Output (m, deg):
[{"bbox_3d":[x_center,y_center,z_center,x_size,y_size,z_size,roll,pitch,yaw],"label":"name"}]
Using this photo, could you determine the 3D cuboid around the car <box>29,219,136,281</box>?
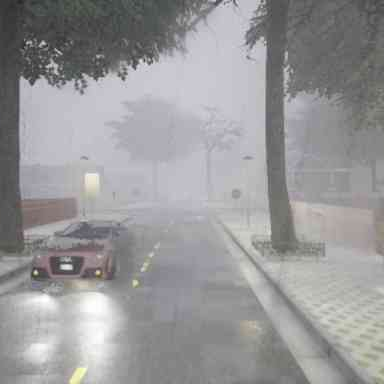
[{"bbox_3d":[-2.841,1.499,9.525,1.994,1.385,4.181,0,0,0],"label":"car"}]

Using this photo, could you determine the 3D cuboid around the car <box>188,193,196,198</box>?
[{"bbox_3d":[-0.002,0.844,87.658,1.895,1.301,4.718,0,0,0],"label":"car"}]

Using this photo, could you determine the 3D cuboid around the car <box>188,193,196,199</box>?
[{"bbox_3d":[-0.002,0.986,77.627,1.812,1.442,4.674,0,0,0],"label":"car"}]
